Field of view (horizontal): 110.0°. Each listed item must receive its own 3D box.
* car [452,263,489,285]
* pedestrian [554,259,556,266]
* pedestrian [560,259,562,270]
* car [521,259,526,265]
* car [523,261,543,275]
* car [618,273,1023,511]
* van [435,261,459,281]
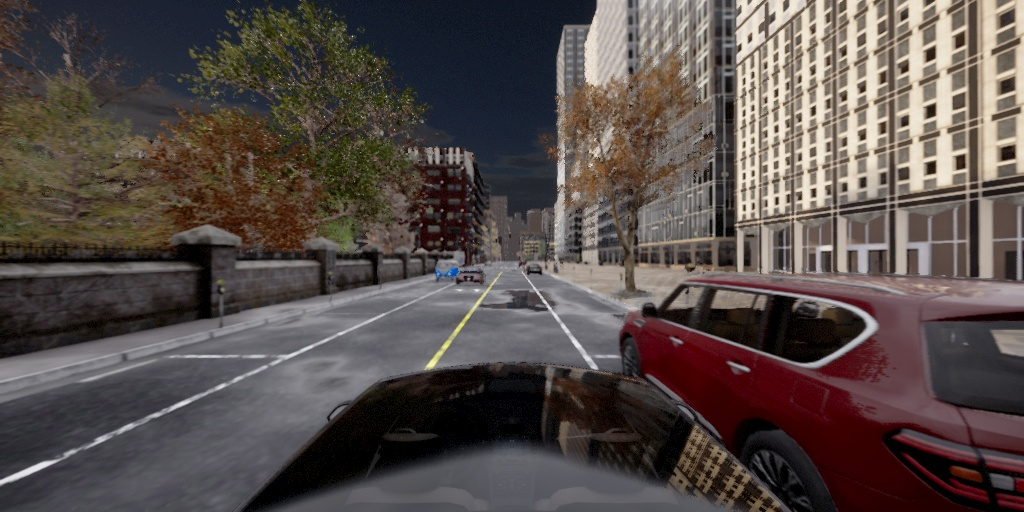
[{"bbox_3d":[-3.106,1.479,27.656,1.994,1.385,4.181,0,0,0],"label":"car"},{"bbox_3d":[7.119,1.424,59.074,0.375,1.860,0.375,0,0,0],"label":"pedestrian"},{"bbox_3d":[8.119,1.409,59.674,0.375,1.860,0.375,0,0,0],"label":"pedestrian"},{"bbox_3d":[2.675,1.630,54.556,1.751,1.417,4.829,0,0,0],"label":"car"},{"bbox_3d":[2.677,1.588,43.121,1.948,1.339,4.313,0,0,0],"label":"car"},{"bbox_3d":[2.688,1.077,3.699,2.192,1.841,5.009,0,0,0],"label":"car"},{"bbox_3d":[-5.699,1.284,31.853,1.690,1.789,3.998,0,0,0],"label":"van"}]
